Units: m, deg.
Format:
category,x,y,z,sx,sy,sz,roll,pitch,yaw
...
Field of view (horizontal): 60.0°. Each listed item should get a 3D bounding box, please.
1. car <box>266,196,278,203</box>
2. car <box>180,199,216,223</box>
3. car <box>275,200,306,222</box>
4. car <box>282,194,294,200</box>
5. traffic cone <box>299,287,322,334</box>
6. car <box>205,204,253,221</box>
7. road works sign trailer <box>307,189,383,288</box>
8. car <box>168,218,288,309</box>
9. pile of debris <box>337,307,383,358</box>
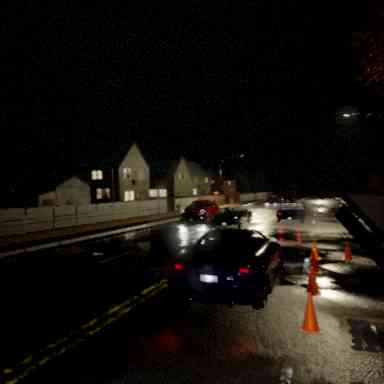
category,x,y,z,sx,sy,sz,roll,pitch,yaw
car,15.565,1.385,64.547,1.895,1.301,4.718,-1,0,21
car,0.710,1.413,25.980,2.097,1.767,4.553,-1,0,21
car,7.498,1.504,24.964,1.895,1.301,4.718,-1,0,21
car,17.672,1.239,61.015,1.837,1.490,4.892,-1,0,21
traffic cone,1.914,1.930,5.388,0.340,0.580,0.340,-1,0,21
car,2.709,1.606,22.100,1.895,1.301,4.718,-1,0,21
road works sign trailer,4.239,1.014,5.698,3.560,2.880,2.380,2,41,-29
car,1.031,1.567,8.055,1.994,1.385,4.181,-1,0,21
pile of debris,3.198,2.102,4.911,1.860,0.140,1.500,-1,-1,21
